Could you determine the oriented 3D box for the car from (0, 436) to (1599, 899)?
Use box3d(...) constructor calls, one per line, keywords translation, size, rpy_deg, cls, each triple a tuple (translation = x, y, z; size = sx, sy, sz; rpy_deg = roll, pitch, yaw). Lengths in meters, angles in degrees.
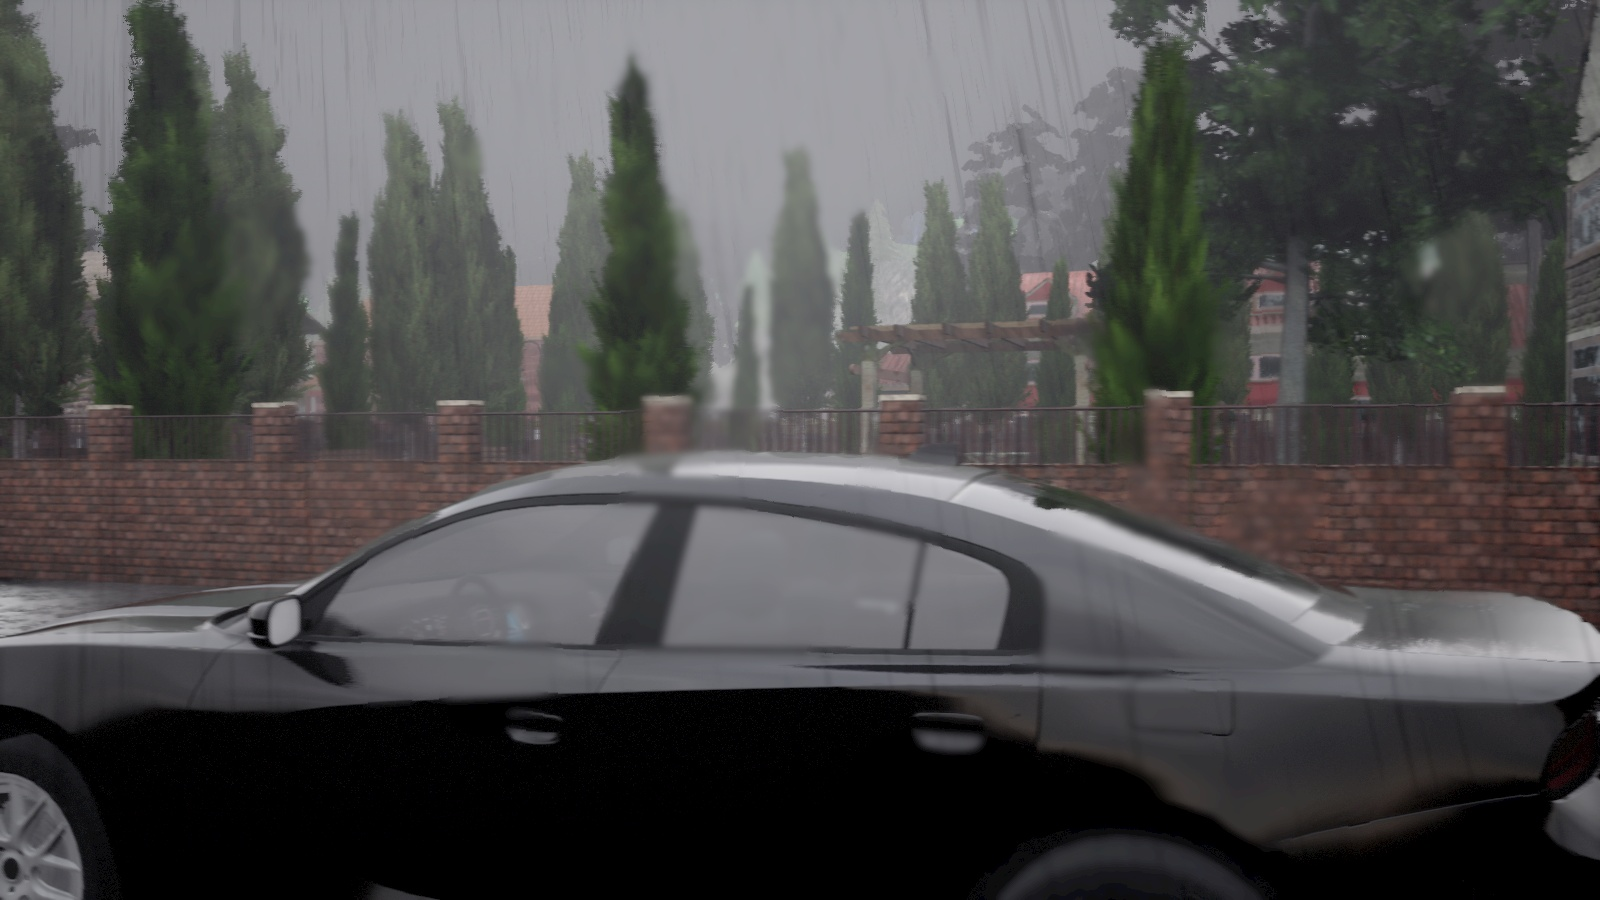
box3d(translation=(-0.549, 0.740, 3.906), size=(5.008, 1.535, 1.882), rpy_deg=(1, 1, 19), cls="car")
